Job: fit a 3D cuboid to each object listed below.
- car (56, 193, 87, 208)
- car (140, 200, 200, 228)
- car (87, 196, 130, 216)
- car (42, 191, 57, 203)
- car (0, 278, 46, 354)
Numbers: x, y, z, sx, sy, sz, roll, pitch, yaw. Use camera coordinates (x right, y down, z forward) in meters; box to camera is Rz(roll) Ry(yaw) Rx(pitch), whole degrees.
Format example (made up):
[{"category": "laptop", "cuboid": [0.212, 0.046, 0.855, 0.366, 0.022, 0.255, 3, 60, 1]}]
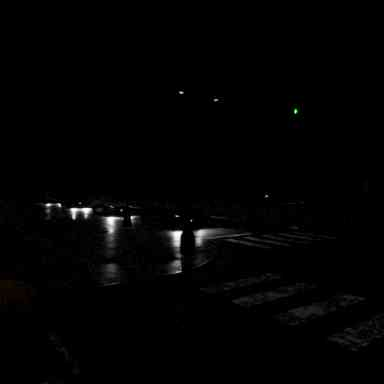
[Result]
[{"category": "car", "cuboid": [-12.431, 0.921, 35.078, 1.994, 1.385, 4.181, 0, 1, -36]}, {"category": "car", "cuboid": [-1.454, 1.227, 19.741, 1.812, 1.442, 4.674, 0, 1, -37]}, {"category": "car", "cuboid": [-6.669, 1.060, 27.030, 1.812, 1.442, 4.674, 0, 1, -35]}, {"category": "car", "cuboid": [-18.403, 0.682, 43.569, 1.837, 1.490, 4.892, 0, 1, -32]}, {"category": "car", "cuboid": [-4.263, 1.525, 3.620, 4.829, 1.417, 1.752, 0, 0, -35]}]
